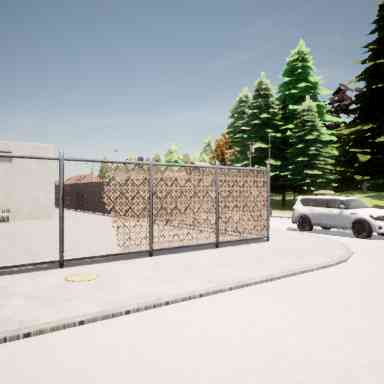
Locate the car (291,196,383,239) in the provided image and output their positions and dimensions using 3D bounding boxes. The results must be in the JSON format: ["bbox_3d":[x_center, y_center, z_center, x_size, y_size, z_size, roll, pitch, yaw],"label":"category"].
[{"bbox_3d":[7.928,1.221,17.753,2.150,2.045,5.566,0,0,-33],"label":"car"}]
